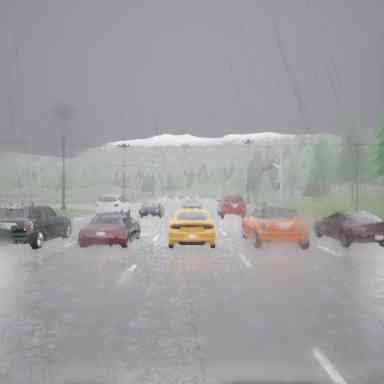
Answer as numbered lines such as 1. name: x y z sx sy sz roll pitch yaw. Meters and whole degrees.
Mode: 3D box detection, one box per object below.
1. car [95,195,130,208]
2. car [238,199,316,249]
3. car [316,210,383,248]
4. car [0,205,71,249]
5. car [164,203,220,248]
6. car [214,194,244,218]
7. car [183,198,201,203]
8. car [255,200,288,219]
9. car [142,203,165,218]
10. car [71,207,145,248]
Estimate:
1. car: -7.000 1.255 29.765 2.150 2.045 5.566 0 0 0
2. car: 3.500 1.363 14.705 2.097 1.767 4.553 0 0 0
3. car: 7.000 1.530 14.735 1.812 1.442 4.674 0 0 0
4. car: -7.000 1.363 14.705 2.097 1.767 4.553 0 0 0
5. car: 0.000 1.482 14.735 1.882 1.535 5.008 0 0 0
6. car: 3.500 1.255 29.765 2.150 2.045 5.566 0 0 0
7. car: 0.000 1.530 29.735 1.812 1.442 4.674 0 0 0
8. car: 7.000 1.530 29.735 1.812 1.442 4.674 0 0 0
9. car: -3.500 1.614 29.765 1.895 1.301 4.718 0 0 0
10. car: -3.500 1.569 14.735 1.994 1.385 4.181 0 0 0
